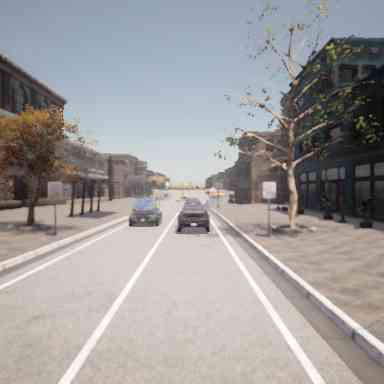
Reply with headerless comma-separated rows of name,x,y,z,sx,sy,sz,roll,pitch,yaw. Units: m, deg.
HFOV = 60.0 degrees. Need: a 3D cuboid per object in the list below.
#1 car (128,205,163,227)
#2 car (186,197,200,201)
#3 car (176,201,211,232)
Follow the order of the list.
car,-3.097,1.562,22.926,1.994,1.385,4.181,0,0,0
car,0.103,1.419,39.500,2.097,1.767,4.553,0,-1,0
car,0.101,1.503,20.315,1.837,1.490,4.892,0,0,0
